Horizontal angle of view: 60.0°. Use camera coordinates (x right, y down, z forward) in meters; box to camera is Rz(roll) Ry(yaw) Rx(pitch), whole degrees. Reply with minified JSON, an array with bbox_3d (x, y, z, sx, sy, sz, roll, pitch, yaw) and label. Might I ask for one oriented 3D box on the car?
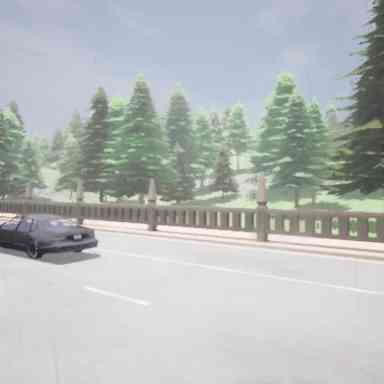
[{"bbox_3d":[-5.827,1.534,12.452,5.357,1.411,2.033,0,0,36],"label":"car"}]
